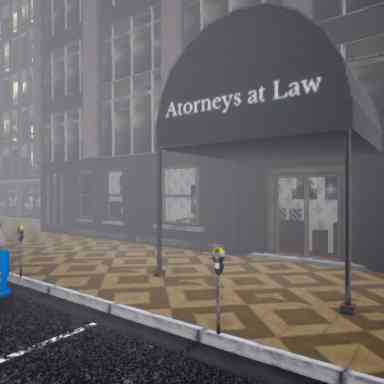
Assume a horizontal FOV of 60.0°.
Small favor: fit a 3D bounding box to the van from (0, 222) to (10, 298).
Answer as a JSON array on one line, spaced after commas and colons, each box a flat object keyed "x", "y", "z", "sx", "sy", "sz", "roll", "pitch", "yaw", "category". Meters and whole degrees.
[{"x": -5.327, "y": 1.341, "z": 6.698, "sx": 3.998, "sy": 1.788, "sz": 1.690, "roll": 0, "pitch": 0, "yaw": 36, "category": "van"}]
